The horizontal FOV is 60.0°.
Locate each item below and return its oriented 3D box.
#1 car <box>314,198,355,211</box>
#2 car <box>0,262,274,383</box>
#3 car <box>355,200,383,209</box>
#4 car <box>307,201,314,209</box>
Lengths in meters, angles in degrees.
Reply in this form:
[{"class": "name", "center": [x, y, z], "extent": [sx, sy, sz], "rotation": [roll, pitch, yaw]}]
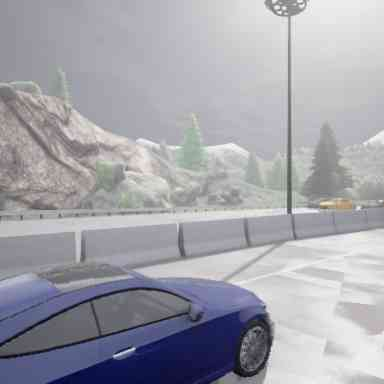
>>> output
[{"class": "car", "center": [16.971, 1.472, 38.813], "extent": [5.008, 1.535, 1.882], "rotation": [0, 0, -30]}, {"class": "car", "center": [-0.975, 1.526, 3.597], "extent": [4.674, 1.442, 1.812], "rotation": [0, 0, -44]}, {"class": "car", "center": [20.548, 1.558, 36.804], "extent": [4.181, 1.385, 1.994], "rotation": [0, 0, -29]}, {"class": "car", "center": [16.976, 1.501, 42.819], "extent": [4.892, 1.490, 1.837], "rotation": [1, 0, -29]}]
